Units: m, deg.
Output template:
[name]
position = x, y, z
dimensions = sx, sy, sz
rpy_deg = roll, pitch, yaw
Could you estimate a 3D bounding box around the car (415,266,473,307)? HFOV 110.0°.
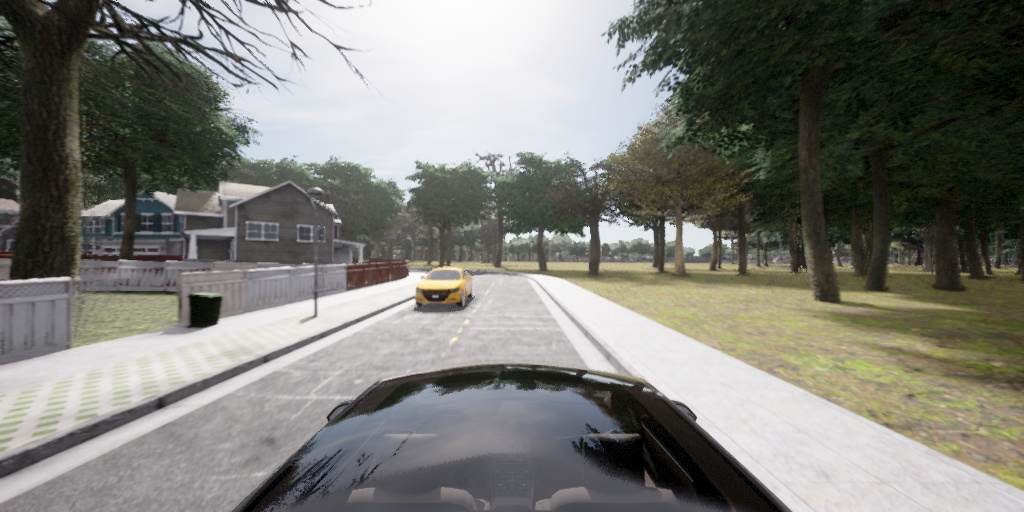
[car]
position = -2.853, 1.242, 15.860
dimensions = 1.882, 1.535, 5.008
rpy_deg = 0, 0, 0
